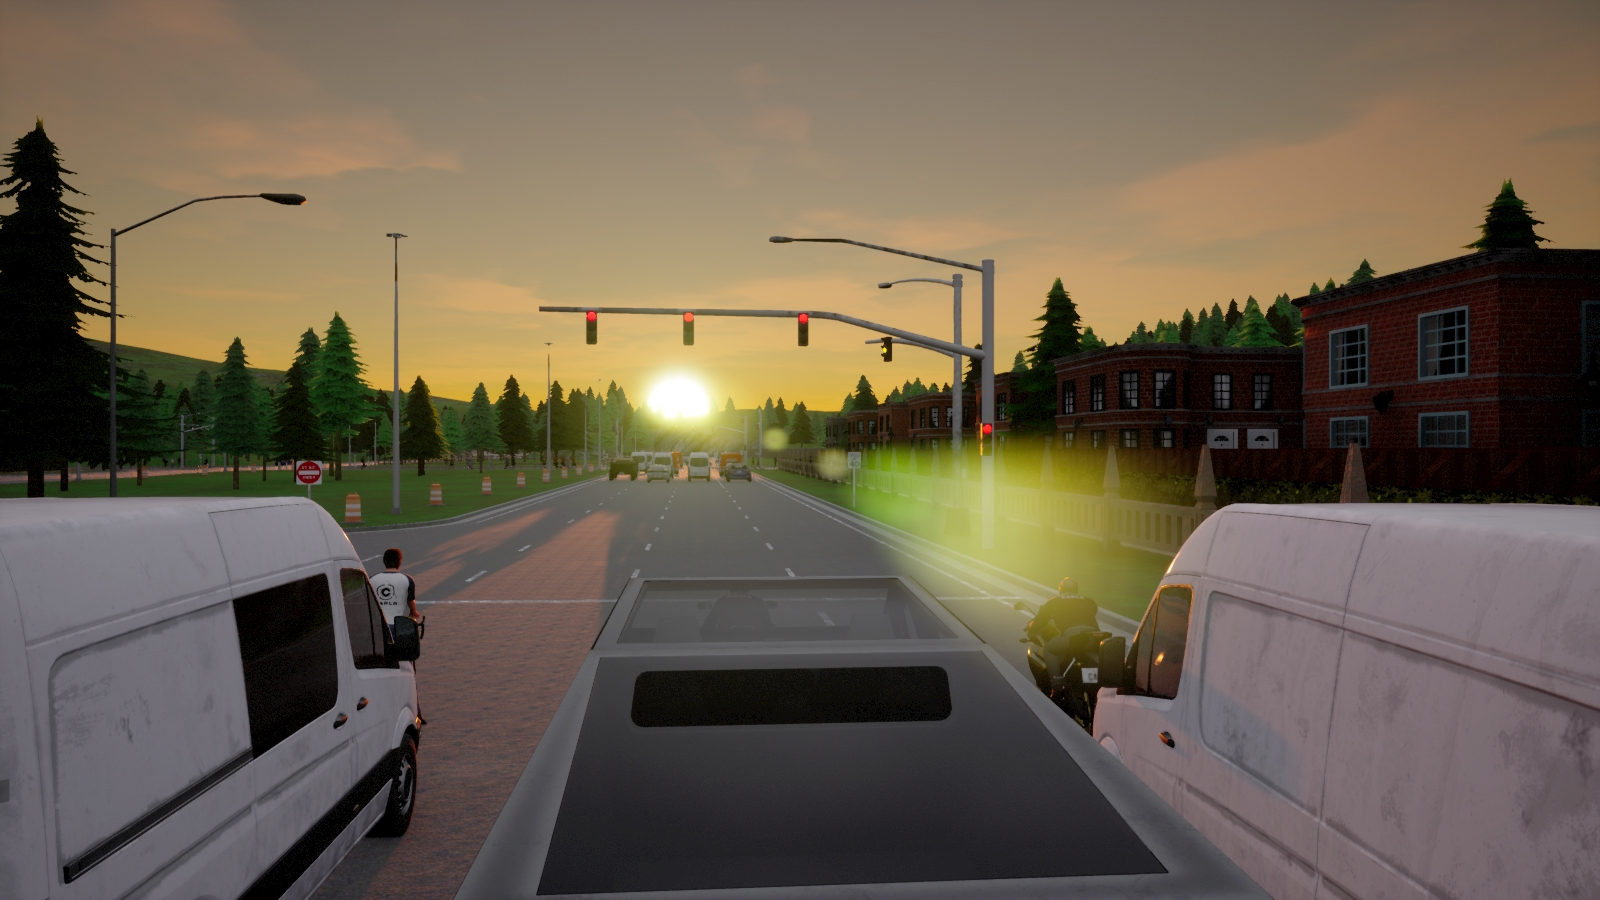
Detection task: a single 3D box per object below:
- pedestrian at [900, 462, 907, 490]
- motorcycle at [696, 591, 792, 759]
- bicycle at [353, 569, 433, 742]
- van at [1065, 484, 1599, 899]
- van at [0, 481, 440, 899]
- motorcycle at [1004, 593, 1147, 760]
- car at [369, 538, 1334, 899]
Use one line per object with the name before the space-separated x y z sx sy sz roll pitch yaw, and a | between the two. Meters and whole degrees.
pedestrian | 6.801 1.698 74.977 0.375 1.860 0.375 0 0 -5
motorcycle | -0.613 2.205 11.622 0.867 1.251 2.209 0 0 -6
bicycle | -4.173 2.056 11.794 0.373 1.496 1.643 0 0 -5
van | 3.020 1.534 5.590 1.988 2.561 5.915 0 0 -1
van | -3.677 1.534 6.378 1.988 2.561 5.915 0 0 -5
motorcycle | 2.714 2.205 11.543 0.867 1.251 2.209 0 0 -2
car | -0.117 1.754 5.929 2.390 2.098 6.274 0 0 -5
